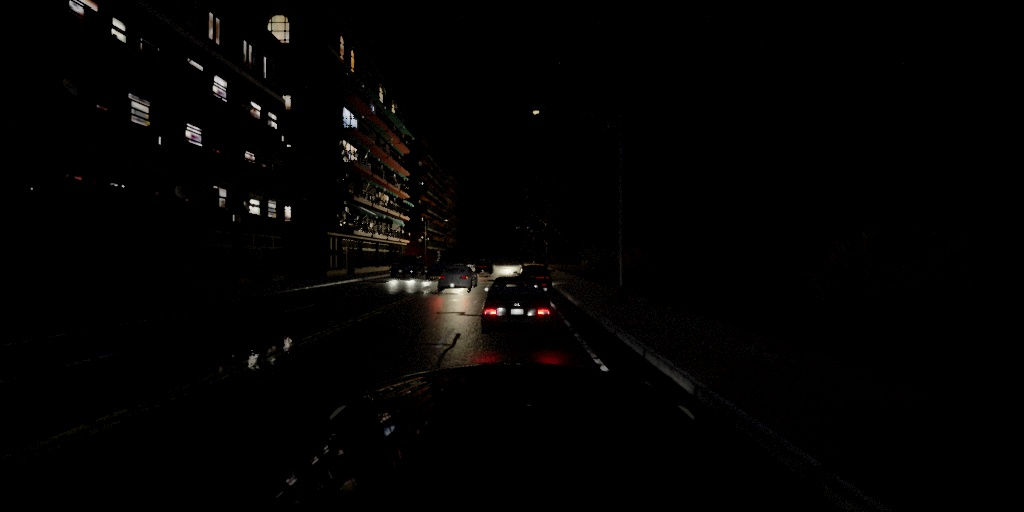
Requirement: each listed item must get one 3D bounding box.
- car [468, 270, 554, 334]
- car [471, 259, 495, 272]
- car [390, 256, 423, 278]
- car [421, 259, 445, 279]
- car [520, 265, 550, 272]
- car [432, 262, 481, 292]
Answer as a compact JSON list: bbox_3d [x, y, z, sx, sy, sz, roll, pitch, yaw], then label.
[{"bbox_3d":[0.118,1.298,10.561,2.033,1.411,5.357,0,0,0],"label":"car"},{"bbox_3d":[-3.077,1.255,40.002,1.837,1.490,4.892,0,1,0],"label":"car"},{"bbox_3d":[-9.790,0.971,34.154,2.150,2.045,5.566,0,0,0],"label":"car"},{"bbox_3d":[-6.543,1.227,32.668,1.882,1.535,5.008,0,0,0],"label":"car"},{"bbox_3d":[1.171,1.256,20.250,1.837,1.490,4.892,0,0,0],"label":"car"},{"bbox_3d":[-3.115,1.276,21.045,1.812,1.442,4.674,0,0,0],"label":"car"}]
